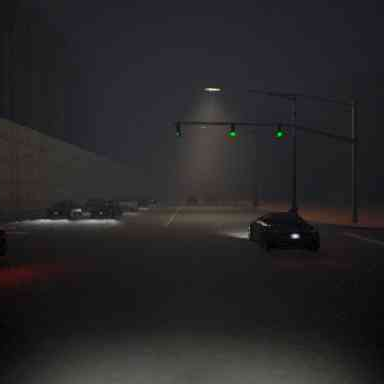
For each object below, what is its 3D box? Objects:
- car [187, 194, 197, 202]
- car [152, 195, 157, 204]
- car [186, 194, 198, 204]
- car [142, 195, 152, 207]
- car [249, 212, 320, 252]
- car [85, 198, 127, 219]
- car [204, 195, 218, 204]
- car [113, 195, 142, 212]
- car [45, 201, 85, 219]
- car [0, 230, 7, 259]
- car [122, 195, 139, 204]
[{"bbox_3d":[0.006,1.205,67.733,1.882,1.535,5.008,0,0,0],"label":"car"},{"bbox_3d":[-6.995,1.285,56.117,1.837,1.490,4.892,0,0,0],"label":"car"},{"bbox_3d":[0.005,1.299,57.732,1.812,1.442,4.674,0,0,0],"label":"car"},{"bbox_3d":[-7.062,1.324,45.940,1.837,1.490,4.892,0,0,1],"label":"car"},{"bbox_3d":[3.601,1.510,13.592,1.994,1.385,4.181,0,0,0],"label":"car"},{"bbox_3d":[-7.088,1.454,27.938,1.994,1.385,4.181,0,0,0],"label":"car"},{"bbox_3d":[3.516,1.295,58.578,1.812,1.442,4.674,0,0,0],"label":"car"},{"bbox_3d":[-7.075,1.382,36.695,1.812,1.442,4.674,0,0,0],"label":"car"},{"bbox_3d":[-10.590,1.454,27.883,1.994,1.385,4.181,0,0,0],"label":"car"},{"bbox_3d":[-7.901,1.438,10.023,5.008,1.535,1.882,0,0,23],"label":"car"},{"bbox_3d":[-10.495,1.254,56.951,1.882,1.535,5.008,0,0,0],"label":"car"}]
